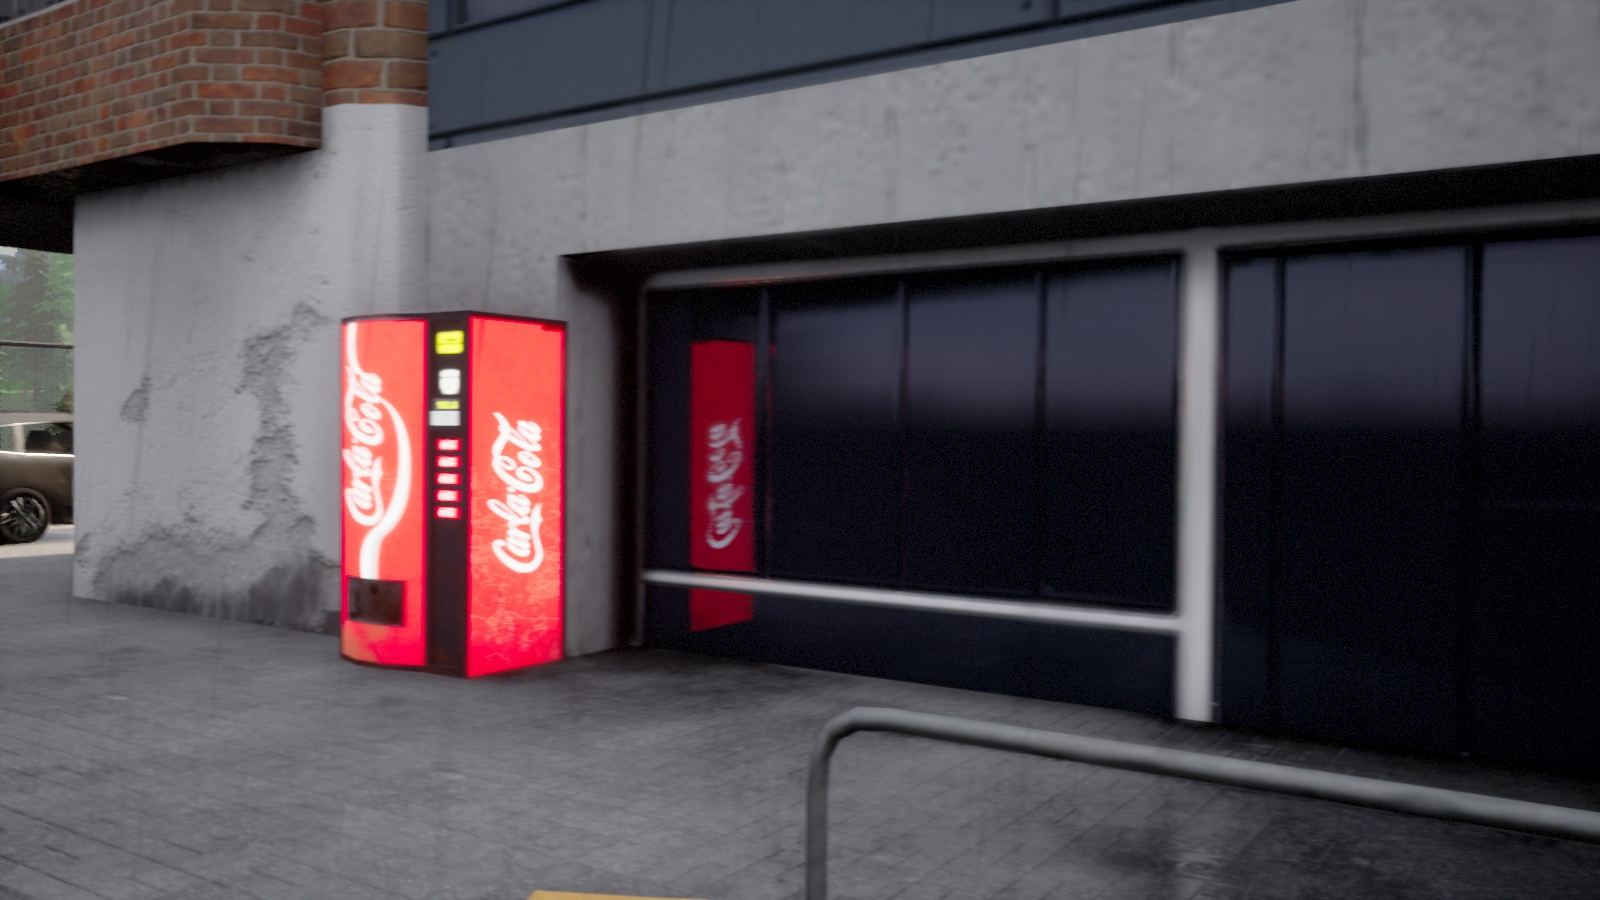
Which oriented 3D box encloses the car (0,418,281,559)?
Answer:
[{"bbox_3d":[-9.693,0.432,16.987,2.242,1.667,4.611,0,1,26],"label":"car"}]
